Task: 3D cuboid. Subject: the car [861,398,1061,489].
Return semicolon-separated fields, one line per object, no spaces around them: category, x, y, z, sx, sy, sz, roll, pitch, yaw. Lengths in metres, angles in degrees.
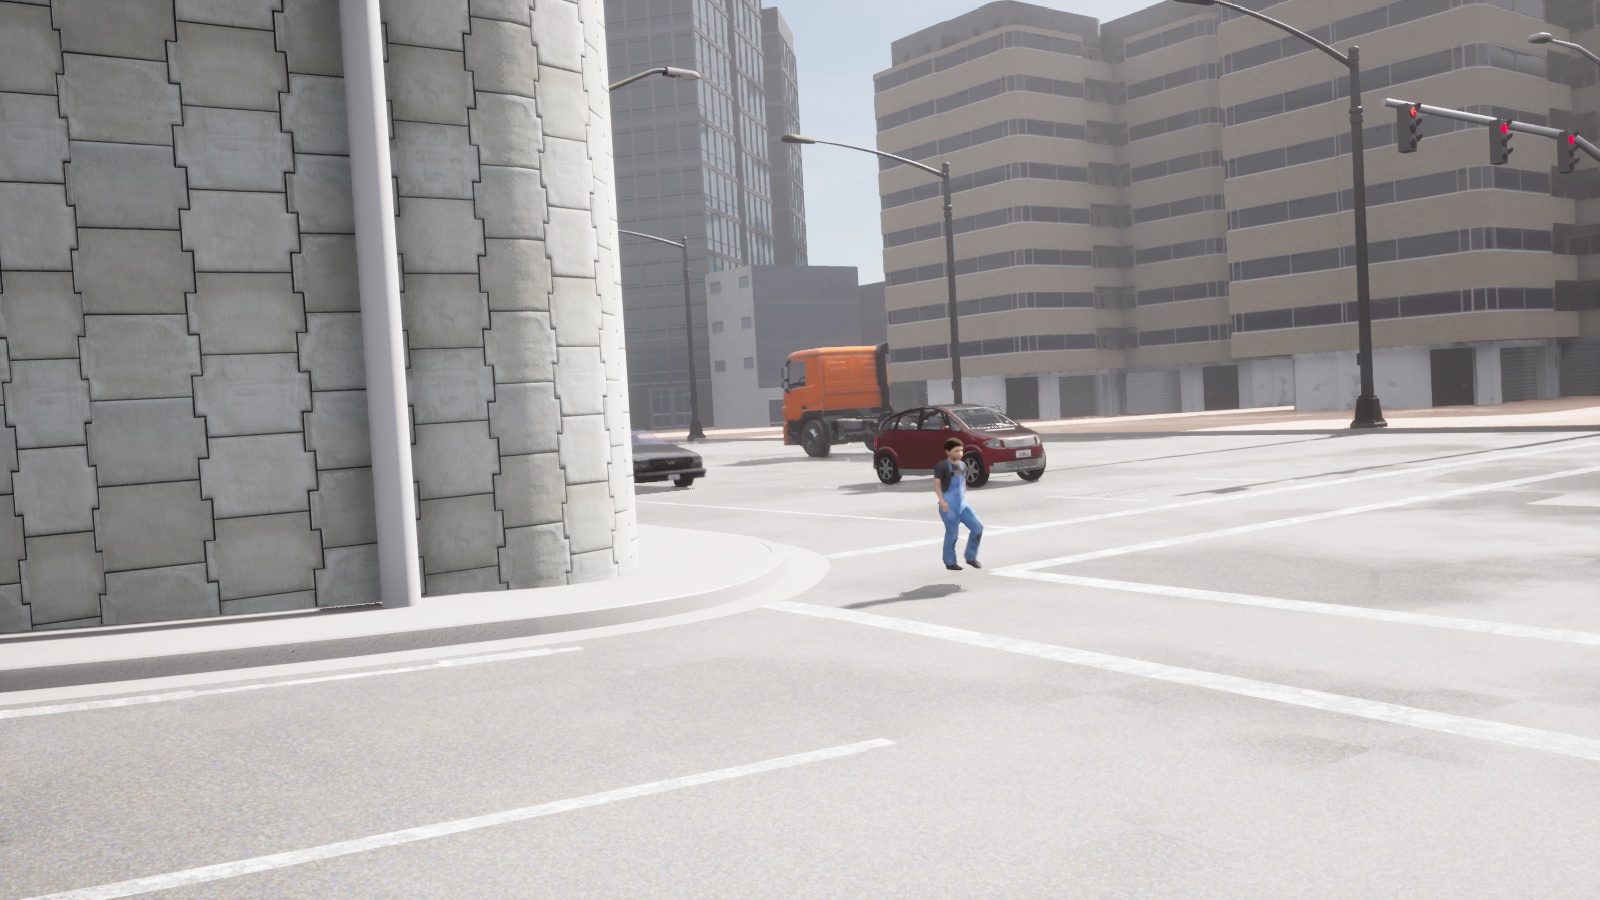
car;3.080;-0.135;24.671;1.789;1.549;3.705;-5;3;-34

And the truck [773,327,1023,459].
truck;2.679;-1.579;37.410;2.891;3.462;7.936;-5;3;-35

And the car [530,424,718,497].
car;-4.187;0.216;29.060;2.033;1.411;5.357;-5;3;-35

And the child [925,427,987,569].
child;1.423;0.430;11.496;0.270;1.263;0.437;-5;3;-34
